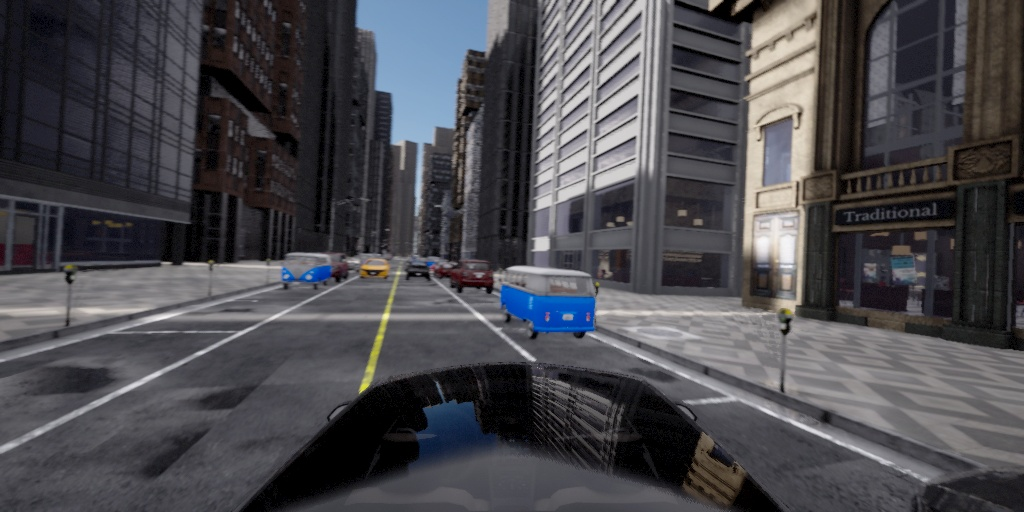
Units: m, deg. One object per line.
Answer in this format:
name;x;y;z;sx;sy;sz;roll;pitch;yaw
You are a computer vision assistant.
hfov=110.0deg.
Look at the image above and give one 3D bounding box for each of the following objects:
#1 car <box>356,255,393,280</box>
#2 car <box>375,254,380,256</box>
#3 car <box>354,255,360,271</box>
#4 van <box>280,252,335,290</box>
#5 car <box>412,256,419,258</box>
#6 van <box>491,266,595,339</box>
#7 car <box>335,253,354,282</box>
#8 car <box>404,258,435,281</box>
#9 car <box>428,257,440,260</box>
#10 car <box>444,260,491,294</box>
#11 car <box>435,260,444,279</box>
car;-10.573;0.966;27.918;1.882;1.535;5.008;3;-1;-16
car;-21.951;0.654;56.191;1.967;1.591;4.097;0;0;-17
car;-15.474;0.866;34.707;2.007;1.370;4.403;0;0;-17
van;-10.617;0.734;18.596;1.690;1.789;3.998;0;0;-17
car;-11.962;1.070;43.401;2.128;1.511;4.902;3;0;-17
van;0.770;1.214;10.324;1.690;1.789;3.998;0;0;-17
car;-12.236;0.682;23.966;2.192;1.841;5.009;0;0;-17
car;-7.517;1.148;28.665;1.837;1.490;4.892;3;-2;-16
car;-7.325;1.183;37.176;1.967;1.591;4.097;0;0;-17
car;-2.468;1.136;21.065;2.192;1.841;5.009;0;0;-17
car;-5.706;1.314;31.806;1.888;1.381;4.507;0;0;-17
